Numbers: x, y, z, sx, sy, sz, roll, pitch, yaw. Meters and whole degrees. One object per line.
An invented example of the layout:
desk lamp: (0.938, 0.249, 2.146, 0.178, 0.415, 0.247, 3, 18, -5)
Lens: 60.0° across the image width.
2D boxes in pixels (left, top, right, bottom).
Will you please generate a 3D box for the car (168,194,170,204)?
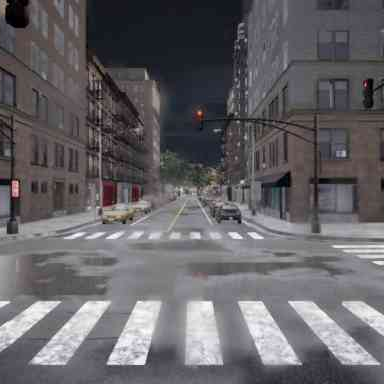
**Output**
car: (-5.380, 1.557, 57.635, 2.008, 1.369, 4.403, 0, 0, 0)

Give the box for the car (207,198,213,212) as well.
car: (2.649, 1.547, 30.222, 1.887, 1.381, 4.507, 0, 0, 0)

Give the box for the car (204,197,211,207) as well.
car: (2.652, 1.554, 35.704, 2.008, 1.369, 4.403, 0, 0, 0)

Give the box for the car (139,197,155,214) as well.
car: (-5.398, 1.528, 35.537, 1.752, 1.417, 4.829, 0, 0, 0)

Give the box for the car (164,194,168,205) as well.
car: (-5.384, 1.446, 52.153, 1.967, 1.590, 4.097, 0, 0, 0)

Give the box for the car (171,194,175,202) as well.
car: (-5.371, 1.324, 68.600, 2.192, 1.841, 5.009, 0, 0, 0)

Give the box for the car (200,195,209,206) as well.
car: (2.659, 1.557, 52.150, 2.008, 1.369, 4.403, 0, 0, 0)

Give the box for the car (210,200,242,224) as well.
car: (2.647, 1.552, 24.740, 2.008, 1.369, 4.403, 0, 0, 0)

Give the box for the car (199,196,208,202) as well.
car: (2.671, 1.556, 79.560, 1.887, 1.381, 4.507, 0, 0, 0)

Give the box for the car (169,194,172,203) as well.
car: (-5.376, 1.574, 63.118, 1.947, 1.339, 4.313, 0, 0, 0)

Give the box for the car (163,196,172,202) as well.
car: (-5.367, 1.535, 73.912, 1.752, 1.417, 4.829, 0, 0, 0)

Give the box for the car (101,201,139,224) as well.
car: (-5.406, 1.526, 24.574, 1.752, 1.417, 4.829, 0, 0, 0)

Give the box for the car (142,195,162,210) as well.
car: (-5.393, 1.319, 41.190, 2.192, 1.841, 5.009, 0, 0, 0)

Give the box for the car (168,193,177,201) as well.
car: (-5.354, 1.330, 90.528, 2.192, 1.841, 5.009, 0, 0, 0)

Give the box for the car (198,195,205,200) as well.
car: (2.675, 1.597, 90.524, 1.802, 1.307, 4.206, 0, 0, 0)

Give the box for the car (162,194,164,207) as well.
car: (-5.389, 1.445, 46.672, 1.967, 1.590, 4.097, 0, 0, 0)
